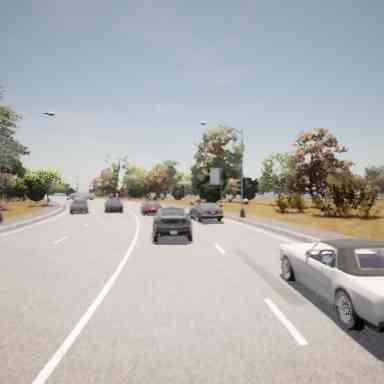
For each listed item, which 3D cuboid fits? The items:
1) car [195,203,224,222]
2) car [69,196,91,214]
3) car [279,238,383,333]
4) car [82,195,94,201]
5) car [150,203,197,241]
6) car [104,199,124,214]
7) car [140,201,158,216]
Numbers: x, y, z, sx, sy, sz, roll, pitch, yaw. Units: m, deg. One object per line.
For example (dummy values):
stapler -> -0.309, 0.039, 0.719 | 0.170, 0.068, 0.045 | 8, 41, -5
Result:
car -> 1.060, 1.549, 26.444 | 2.033, 1.411, 5.357 | 0, 0, -11
car -> -11.868, 1.521, 35.257 | 1.837, 1.490, 4.892 | 0, 0, -15
car -> 3.322, 1.594, 6.811 | 1.895, 1.301, 4.718 | 0, 0, -3
car -> -23.181, 1.351, 74.269 | 1.994, 1.385, 4.181 | 0, 0, -26
car -> -1.066, 1.508, 16.837 | 1.837, 1.490, 4.892 | 0, 0, -6
car -> -8.424, 1.491, 35.931 | 1.882, 1.535, 5.008 | 0, 0, -15
car -> -4.230, 1.573, 34.302 | 1.994, 1.385, 4.181 | 0, 0, -14
